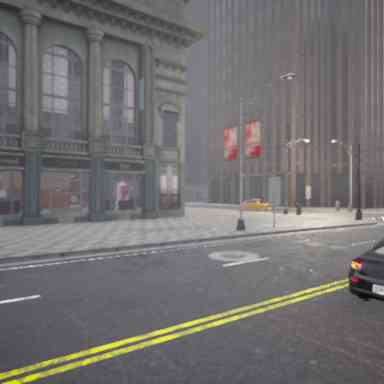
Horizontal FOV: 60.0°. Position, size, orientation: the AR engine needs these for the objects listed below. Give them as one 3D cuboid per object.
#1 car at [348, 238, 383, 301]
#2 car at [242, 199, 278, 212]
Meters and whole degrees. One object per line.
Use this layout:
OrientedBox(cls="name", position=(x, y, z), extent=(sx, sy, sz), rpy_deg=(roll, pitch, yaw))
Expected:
OrientedBox(cls="car", position=(5.176, 1.547, 7.118), extent=(4.674, 1.442, 1.812), rpy_deg=(0, 0, -35))
OrientedBox(cls="car", position=(7.985, 1.595, 39.913), extent=(1.882, 1.535, 5.008), rpy_deg=(0, 0, -36))
